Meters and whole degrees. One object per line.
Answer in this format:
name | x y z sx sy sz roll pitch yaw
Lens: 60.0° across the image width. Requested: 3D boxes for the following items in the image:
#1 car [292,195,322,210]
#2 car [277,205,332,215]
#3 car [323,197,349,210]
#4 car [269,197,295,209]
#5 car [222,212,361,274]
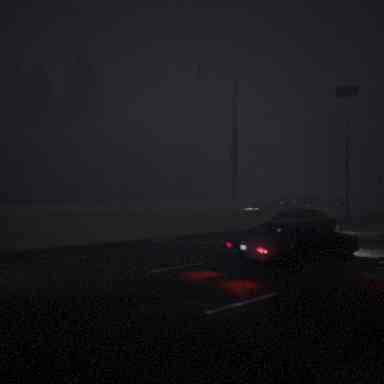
car | 16.768 1.477 48.301 2.150 2.045 5.566 0 -1 40
car | 6.110 1.598 17.629 4.892 1.490 1.837 0 0 -40
car | 20.513 1.605 47.320 2.097 1.767 4.553 0 0 40
car | 13.592 1.611 49.988 2.097 1.767 4.553 0 -1 40
car | 3.405 1.605 10.849 5.357 1.411 2.033 0 0 -38
